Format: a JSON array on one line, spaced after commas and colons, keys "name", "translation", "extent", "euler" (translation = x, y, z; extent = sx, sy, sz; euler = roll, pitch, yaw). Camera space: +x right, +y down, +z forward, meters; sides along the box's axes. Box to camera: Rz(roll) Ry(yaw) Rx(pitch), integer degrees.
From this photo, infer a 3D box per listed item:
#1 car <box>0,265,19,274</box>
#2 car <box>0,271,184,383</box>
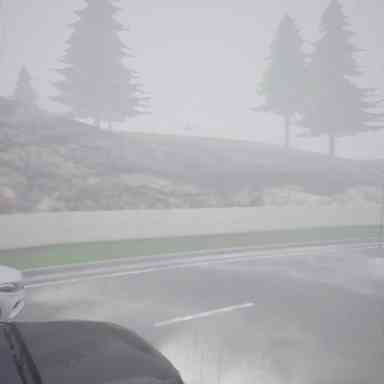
[{"name": "car", "translation": [-4.908, 1.477, 4.569], "extent": [4.674, 1.442, 1.812], "euler": [0, 0, -36]}, {"name": "car", "translation": [-1.979, 1.542, 2.016], "extent": [4.181, 1.385, 1.994], "euler": [0, 1, -36]}]
